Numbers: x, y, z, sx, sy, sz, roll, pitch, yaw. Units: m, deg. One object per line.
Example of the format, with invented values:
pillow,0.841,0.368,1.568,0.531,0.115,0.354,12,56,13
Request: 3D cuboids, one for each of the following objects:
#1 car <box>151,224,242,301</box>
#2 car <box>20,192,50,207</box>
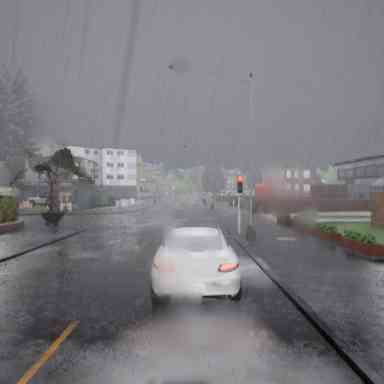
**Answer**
car,0.082,1.519,8.170,1.812,1.442,4.674,0,0,0
car,-19.838,0.953,42.814,1.905,1.878,3.866,0,0,35
